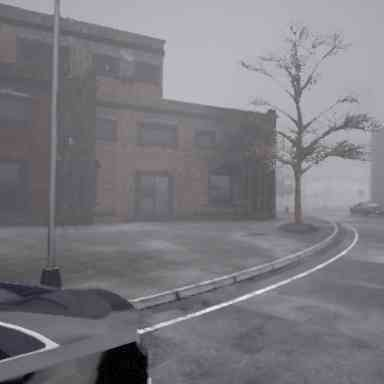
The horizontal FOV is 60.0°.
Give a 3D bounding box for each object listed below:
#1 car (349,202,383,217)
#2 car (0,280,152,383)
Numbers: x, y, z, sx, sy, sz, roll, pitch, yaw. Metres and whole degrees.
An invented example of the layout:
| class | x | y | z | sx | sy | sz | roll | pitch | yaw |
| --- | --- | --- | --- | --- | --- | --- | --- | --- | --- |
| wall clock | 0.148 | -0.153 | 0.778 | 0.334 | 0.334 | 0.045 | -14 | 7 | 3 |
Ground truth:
| class | x | y | z | sx | sy | sz | roll | pitch | yaw |
| --- | --- | --- | --- | --- | --- | --- | --- | --- | --- |
| car | 18.181 | 1.791 | 34.776 | 1.812 | 1.442 | 4.674 | 1 | 0 | 2 |
| car | -2.646 | 1.526 | 2.273 | 4.902 | 1.511 | 2.128 | 0 | -1 | -37 |
